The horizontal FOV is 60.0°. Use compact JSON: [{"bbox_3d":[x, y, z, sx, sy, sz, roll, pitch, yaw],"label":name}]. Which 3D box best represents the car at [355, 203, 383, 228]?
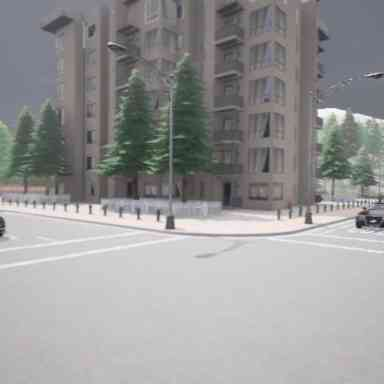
[{"bbox_3d":[10.677,1.309,18.622,1.994,1.385,4.181,1,1,41],"label":"car"}]

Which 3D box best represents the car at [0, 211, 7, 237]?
[{"bbox_3d":[-9.778,1.144,14.441,4.892,1.490,1.837,2,2,40],"label":"car"}]
